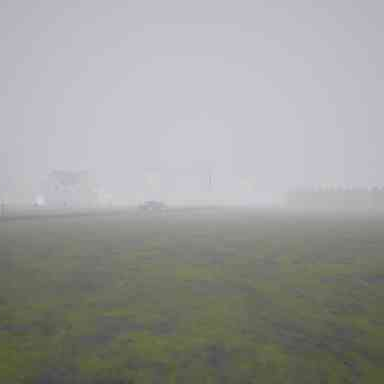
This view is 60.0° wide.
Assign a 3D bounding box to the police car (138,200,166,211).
[{"bbox_3d":[-6.194,2.076,51.913,1.930,1.638,5.238,1,0,35],"label":"police car"}]
